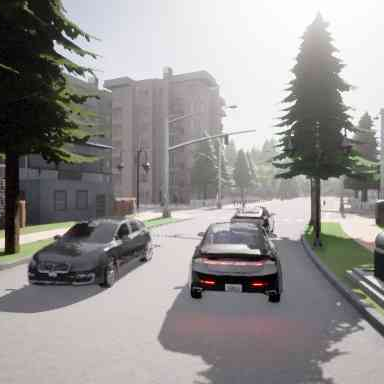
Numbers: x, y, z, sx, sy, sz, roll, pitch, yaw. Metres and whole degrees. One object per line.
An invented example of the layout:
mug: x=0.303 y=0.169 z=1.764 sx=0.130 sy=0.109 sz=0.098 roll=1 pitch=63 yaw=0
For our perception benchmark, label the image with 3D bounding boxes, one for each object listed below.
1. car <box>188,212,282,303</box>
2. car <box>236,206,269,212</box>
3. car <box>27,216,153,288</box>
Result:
car: x=1.103 y=1.492 z=8.314 sx=2.128 sy=1.511 sz=4.902 roll=0 pitch=0 yaw=9
car: x=3.227 y=1.491 z=17.422 sx=2.128 sy=1.511 sz=4.902 roll=0 pitch=0 yaw=18
car: x=-2.528 y=1.505 z=9.443 sx=1.837 sy=1.490 sz=4.892 roll=0 pitch=0 yaw=10
